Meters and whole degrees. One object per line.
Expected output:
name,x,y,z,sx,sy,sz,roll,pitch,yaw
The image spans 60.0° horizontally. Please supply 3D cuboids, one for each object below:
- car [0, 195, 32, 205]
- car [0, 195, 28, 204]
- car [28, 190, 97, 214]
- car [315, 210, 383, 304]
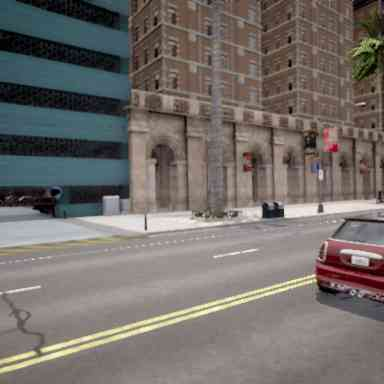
car,-29.192,1.261,54.775,4.786,1.482,2.161,-1,1,-35
car,-22.837,1.318,45.061,4.718,1.301,1.895,-1,1,-35
car,-11.490,0.865,30.428,5.566,2.045,2.435,-1,1,-35
car,4.703,1.190,7.091,4.553,1.767,2.097,-1,1,-35
